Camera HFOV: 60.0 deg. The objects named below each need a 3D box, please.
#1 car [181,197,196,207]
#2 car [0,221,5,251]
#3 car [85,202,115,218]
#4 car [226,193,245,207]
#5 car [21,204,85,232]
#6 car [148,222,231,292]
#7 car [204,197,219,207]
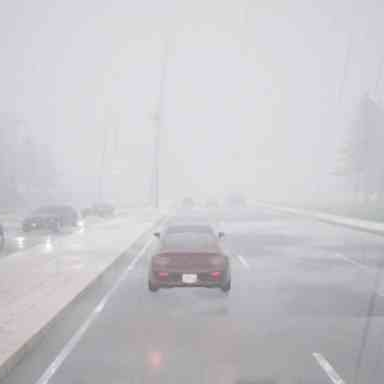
[{"bbox_3d":[-0.508,1.455,49.859,1.837,1.490,4.892,0,0,-1],"label":"car"},{"bbox_3d":[-8.189,1.342,10.800,2.097,1.767,4.553,0,0,-1],"label":"car"},{"bbox_3d":[-8.324,1.572,29.779,1.895,1.301,4.718,0,0,0],"label":"car"},{"bbox_3d":[6.492,1.171,49.895,2.150,2.045,5.566,0,0,-1],"label":"car"},{"bbox_3d":[-8.273,1.486,19.835,1.837,1.490,4.892,0,0,0],"label":"car"},{"bbox_3d":[-0.070,1.517,8.813,1.812,1.442,4.674,0,0,-1],"label":"car"},{"bbox_3d":[2.992,1.475,49.904,1.812,1.442,4.674,0,0,-1],"label":"car"}]
